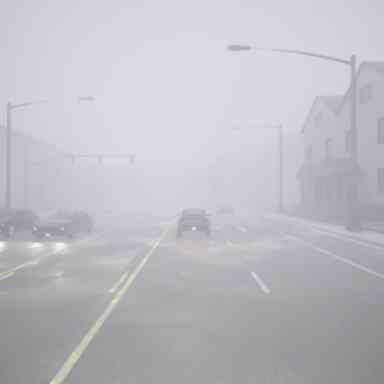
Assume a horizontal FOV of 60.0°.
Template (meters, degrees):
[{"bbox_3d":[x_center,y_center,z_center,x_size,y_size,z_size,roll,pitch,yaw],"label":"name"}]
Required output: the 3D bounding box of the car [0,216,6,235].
[{"bbox_3d":[-7.089,1.587,8.442,1.837,1.490,4.892,0,-1,0],"label":"car"}]

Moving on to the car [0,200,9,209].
[{"bbox_3d":[-28.201,1.760,48.825,1.853,1.218,4.536,0,-1,-36],"label":"car"}]

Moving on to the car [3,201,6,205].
[{"bbox_3d":[-28.160,1.873,44.174,2.038,1.542,4.974,-1,-1,44],"label":"car"}]

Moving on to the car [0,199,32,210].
[{"bbox_3d":[-28.958,1.968,54.148,2.038,1.542,4.974,0,-1,29],"label":"car"}]

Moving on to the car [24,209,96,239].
[{"bbox_3d":[-7.035,1.729,18.934,2.033,1.411,5.357,0,-1,1],"label":"car"}]

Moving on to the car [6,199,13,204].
[{"bbox_3d":[-28.170,1.917,48.782,2.038,1.542,4.974,0,-1,-36],"label":"car"}]

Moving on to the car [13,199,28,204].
[{"bbox_3d":[-28.983,1.810,54.104,1.853,1.218,4.536,0,-1,29],"label":"car"}]

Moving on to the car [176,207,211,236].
[{"bbox_3d":[0.104,1.694,19.893,1.837,1.490,4.892,0,-1,0],"label":"car"}]

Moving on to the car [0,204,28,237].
[{"bbox_3d":[-10.530,1.689,19.293,1.837,1.490,4.892,0,-1,0],"label":"car"}]

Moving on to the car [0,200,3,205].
[{"bbox_3d":[-28.195,1.715,44.138,1.853,1.218,4.536,-1,-1,44],"label":"car"}]

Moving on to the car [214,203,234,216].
[{"bbox_3d":[3.594,1.928,37.740,2.033,1.411,5.357,0,-1,0],"label":"car"}]
